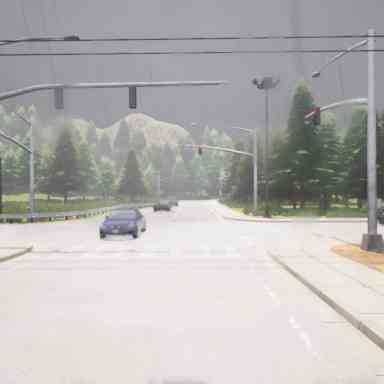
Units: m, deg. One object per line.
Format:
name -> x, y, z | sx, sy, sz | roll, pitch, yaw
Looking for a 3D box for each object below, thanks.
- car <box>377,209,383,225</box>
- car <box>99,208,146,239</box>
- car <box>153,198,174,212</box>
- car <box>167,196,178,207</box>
car -> 14.611, 1.362, 22.105 | 4.553, 1.767, 2.097 | 0, 0, 1
car -> -3.588, 1.604, 17.948 | 1.812, 1.442, 4.674 | 0, 0, 0
car -> -3.543, 1.724, 40.018 | 1.895, 1.301, 4.718 | 0, 0, 0
car -> -3.427, 1.513, 55.760 | 2.097, 1.767, 4.553 | 0, 0, 1
